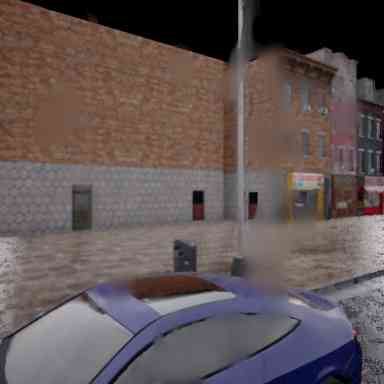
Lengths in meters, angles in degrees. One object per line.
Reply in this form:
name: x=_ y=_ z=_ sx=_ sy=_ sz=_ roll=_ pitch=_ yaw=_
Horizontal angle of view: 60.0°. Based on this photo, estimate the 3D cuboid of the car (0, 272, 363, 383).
car: x=-0.440 y=1.522 z=2.746 sx=4.674 sy=1.442 sz=1.812 roll=0 pitch=0 yaw=-34
